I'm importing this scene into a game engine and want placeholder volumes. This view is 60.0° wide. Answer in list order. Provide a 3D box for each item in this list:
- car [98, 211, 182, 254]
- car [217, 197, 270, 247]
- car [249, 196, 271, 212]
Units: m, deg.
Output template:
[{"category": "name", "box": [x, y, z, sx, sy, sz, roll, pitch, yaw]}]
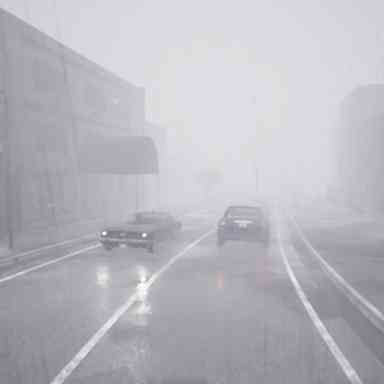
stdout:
[{"category": "car", "box": [-1.826, 1.465, 13.199, 1.895, 1.301, 4.718, 1, 1, 12]}, {"category": "car", "box": [2.417, 1.275, 14.981, 2.097, 1.767, 4.553, 1, 1, 12]}, {"category": "car", "box": [7.037, 1.202, 34.252, 1.994, 1.385, 4.181, 1, 1, 14]}]
